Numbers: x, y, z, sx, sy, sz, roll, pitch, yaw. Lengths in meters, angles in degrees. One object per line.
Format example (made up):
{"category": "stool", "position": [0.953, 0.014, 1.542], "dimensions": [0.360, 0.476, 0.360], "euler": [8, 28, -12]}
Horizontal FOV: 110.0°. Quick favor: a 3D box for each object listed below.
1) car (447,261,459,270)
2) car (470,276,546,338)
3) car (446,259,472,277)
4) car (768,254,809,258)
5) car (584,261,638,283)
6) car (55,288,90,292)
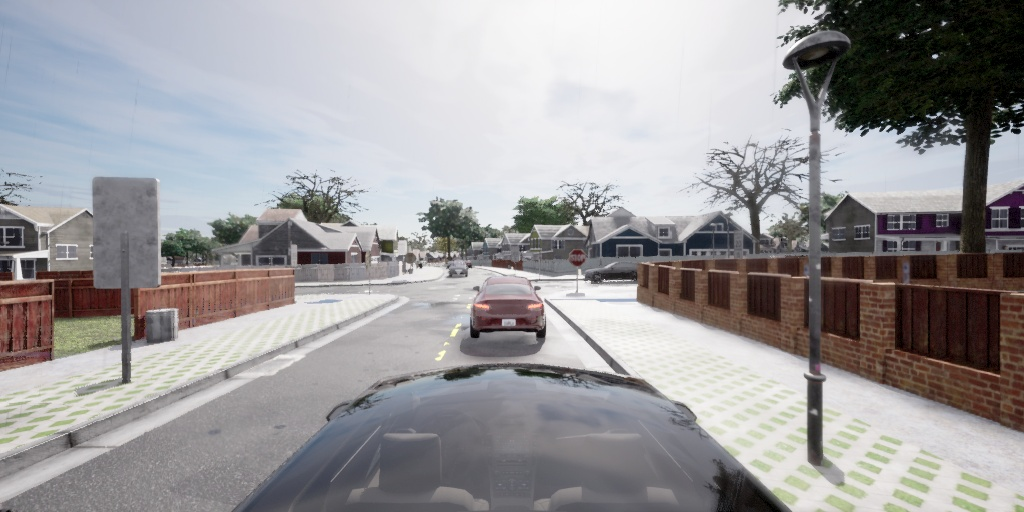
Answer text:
{"category": "car", "position": [-10.136, 1.545, 61.264], "dimensions": [1.812, 1.442, 4.674], "euler": [0, 0, -13]}
{"category": "car", "position": [-0.133, 1.280, 10.065], "dimensions": [1.812, 1.442, 4.674], "euler": [0, 0, -2]}
{"category": "car", "position": [-5.518, 1.352, 37.111], "dimensions": [2.128, 1.511, 4.902], "euler": [0, 0, -8]}
{"category": "car", "position": [18.026, 0.685, 24.130], "dimensions": [4.553, 1.767, 2.097], "euler": [-1, 0, 5]}
{"category": "car", "position": [7.378, 1.085, 24.862], "dimensions": [4.674, 1.442, 1.812], "euler": [-1, 1, 4]}
{"category": "car", "position": [-25.007, 1.940, 19.434], "dimensions": [4.718, 1.301, 1.895], "euler": [-1, 1, -11]}
